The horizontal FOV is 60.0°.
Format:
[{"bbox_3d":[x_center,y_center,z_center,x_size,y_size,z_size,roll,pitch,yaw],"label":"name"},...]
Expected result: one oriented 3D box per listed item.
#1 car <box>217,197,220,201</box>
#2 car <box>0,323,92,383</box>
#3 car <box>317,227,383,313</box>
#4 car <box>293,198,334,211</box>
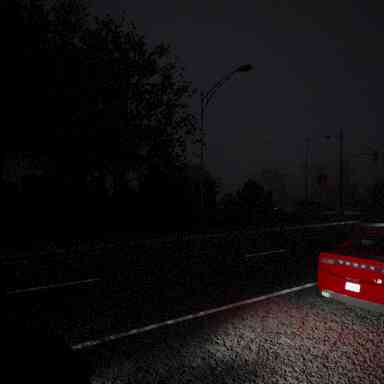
[{"bbox_3d":[3.913,1.454,56.641,1.812,1.442,4.674,0,1,-32],"label":"car"},{"bbox_3d":[-2.980,1.492,1.628,4.902,1.511,2.128,0,0,-35],"label":"car"},{"bbox_3d":[4.771,1.478,7.128,5.008,1.535,1.882,0,0,-35],"label":"car"},{"bbox_3d":[14.463,1.478,39.831,1.882,1.535,5.008,0,0,-33],"label":"car"}]
